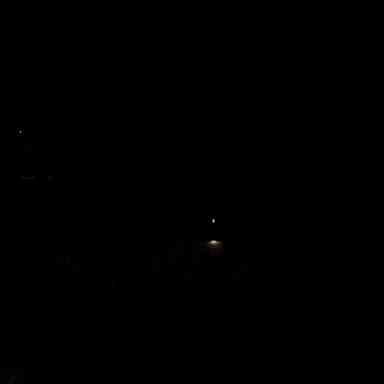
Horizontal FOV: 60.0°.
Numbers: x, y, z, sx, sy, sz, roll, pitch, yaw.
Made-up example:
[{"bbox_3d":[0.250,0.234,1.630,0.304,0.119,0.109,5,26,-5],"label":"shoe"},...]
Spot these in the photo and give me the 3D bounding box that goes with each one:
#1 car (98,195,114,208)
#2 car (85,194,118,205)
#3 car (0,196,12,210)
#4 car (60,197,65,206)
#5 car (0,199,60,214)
[{"bbox_3d":[-9.002,1.243,40.054,1.802,1.307,4.206,2,2,35],"label":"car"},{"bbox_3d":[-13.235,1.081,48.807,1.947,1.339,4.313,2,2,35],"label":"car"},{"bbox_3d":[-22.385,1.231,35.954,1.752,1.417,4.829,2,2,35],"label":"car"},{"bbox_3d":[-16.251,1.130,44.569,2.008,1.369,4.403,2,2,35],"label":"car"},{"bbox_3d":[-15.240,1.340,31.292,2.008,1.369,4.403,2,2,35],"label":"car"}]
